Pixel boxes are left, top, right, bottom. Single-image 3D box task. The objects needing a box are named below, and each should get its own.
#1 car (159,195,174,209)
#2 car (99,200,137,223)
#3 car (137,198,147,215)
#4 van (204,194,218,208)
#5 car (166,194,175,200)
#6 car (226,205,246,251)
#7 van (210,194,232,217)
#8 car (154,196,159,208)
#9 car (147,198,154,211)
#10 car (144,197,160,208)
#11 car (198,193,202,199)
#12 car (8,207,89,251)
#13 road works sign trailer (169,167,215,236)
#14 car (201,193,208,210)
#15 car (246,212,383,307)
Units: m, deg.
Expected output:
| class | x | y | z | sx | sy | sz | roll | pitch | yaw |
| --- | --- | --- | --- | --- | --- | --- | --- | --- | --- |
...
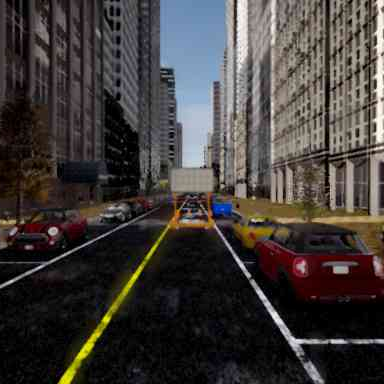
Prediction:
| class | x | y | z | sx | sy | sz | roll | pitch | yaw |
| --- | --- | --- | --- | --- | --- | --- | --- | --- | --- |
| car | -3.084 | 1.455 | 44.014 | 2.033 | 1.411 | 5.357 | 0 | 0 | 0 |
| car | -5.694 | 1.498 | 24.987 | 2.008 | 1.369 | 4.403 | -1 | 0 | 0 |
| car | -5.693 | 1.501 | 30.671 | 1.947 | 1.339 | 4.313 | -1 | 0 | 0 |
| van | 2.688 | 1.241 | 47.720 | 1.690 | 1.788 | 3.998 | -1 | 0 | 0 |
| car | -5.684 | 1.255 | 87.507 | 1.967 | 1.590 | 4.097 | -1 | 0 | 0 |
| car | 2.684 | 1.496 | 13.789 | 1.752 | 1.417 | 4.829 | -1 | 0 | 0 |
| van | 2.685 | 1.277 | 30.669 | 1.690 | 1.788 | 3.998 | -1 | 0 | 0 |
| car | -5.692 | 1.462 | 42.038 | 2.008 | 1.369 | 4.403 | -1 | 0 | 0 |
| car | -5.692 | 1.468 | 36.355 | 1.887 | 1.381 | 4.507 | -1 | 0 | 0 |
| car | -5.690 | 1.482 | 47.722 | 1.802 | 1.307 | 4.206 | -1 | 0 | 0 |
| car | 2.694 | 1.402 | 70.455 | 2.008 | 1.369 | 4.403 | -1 | 0 | 0 |
| car | -5.697 | 1.411 | 13.620 | 1.967 | 1.590 | 4.097 | -1 | 0 | 0 |
| road works sign trailer | 0.003 | 0.426 | 18.016 | 2.380 | 3.560 | 2.880 | 0 | 0 | 0 |
| car | 2.687 | 1.227 | 42.036 | 2.192 | 1.841 | 5.009 | -1 | 0 | 0 |
| car | 2.682 | 1.423 | 7.935 | 1.967 | 1.590 | 4.097 | -1 | 0 | 0 |
